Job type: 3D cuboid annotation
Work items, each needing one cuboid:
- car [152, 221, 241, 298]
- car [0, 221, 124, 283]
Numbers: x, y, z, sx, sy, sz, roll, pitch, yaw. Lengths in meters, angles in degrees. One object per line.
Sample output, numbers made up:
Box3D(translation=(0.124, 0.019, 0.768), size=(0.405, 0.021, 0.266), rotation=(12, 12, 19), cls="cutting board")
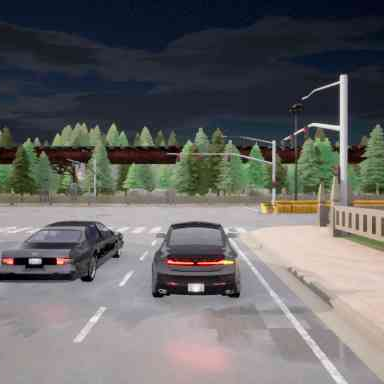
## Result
Box3D(translation=(0.103, 1.505, 8.519), size=(1.837, 1.490, 4.892), rotation=(0, 0, 1), cls="car")
Box3D(translation=(-3.383, 1.547, 9.709), size=(2.033, 1.411, 5.357), rotation=(0, 0, 0), cls="car")
